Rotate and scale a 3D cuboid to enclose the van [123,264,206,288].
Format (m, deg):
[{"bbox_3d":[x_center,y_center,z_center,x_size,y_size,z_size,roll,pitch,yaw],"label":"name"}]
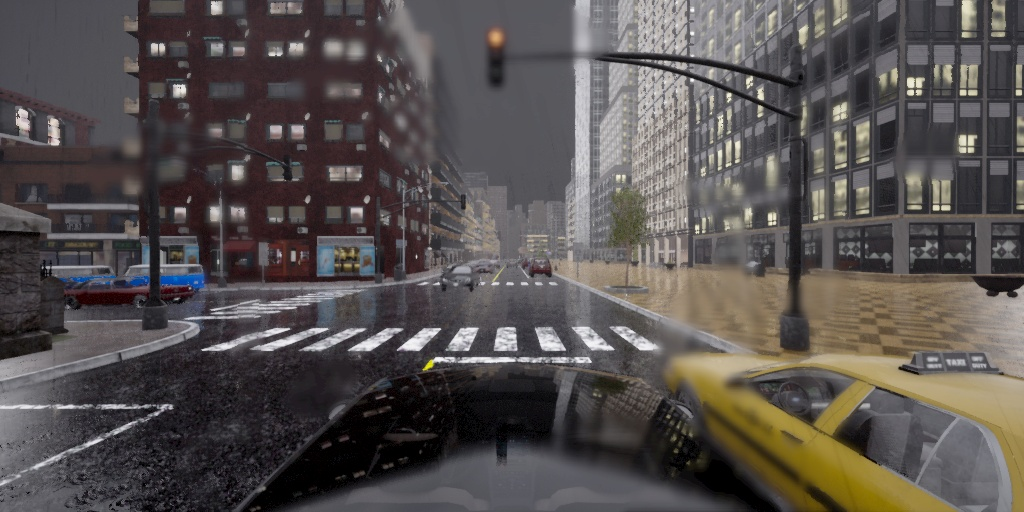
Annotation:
[{"bbox_3d":[-20.762,1.391,21.473,3.998,1.789,1.690,0,0,-1],"label":"van"}]

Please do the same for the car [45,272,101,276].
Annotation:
[{"bbox_3d":[-25.234,1.733,18.857,4.718,1.301,1.895,-1,0,-1],"label":"car"}]

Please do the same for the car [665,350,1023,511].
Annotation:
[{"bbox_3d":[2.689,1.275,2.465,1.751,1.417,4.829,0,0,0],"label":"car"}]

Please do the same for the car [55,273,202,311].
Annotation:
[{"bbox_3d":[-16.917,1.609,15.715,4.718,1.301,1.895,-1,0,-1],"label":"car"}]

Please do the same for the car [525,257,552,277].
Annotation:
[{"bbox_3d":[2.698,1.074,34.707,2.192,1.841,5.009,0,0,0],"label":"car"}]

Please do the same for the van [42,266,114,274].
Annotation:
[{"bbox_3d":[-26.300,1.481,21.424,3.998,1.789,1.690,0,0,-1],"label":"van"}]

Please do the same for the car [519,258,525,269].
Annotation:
[{"bbox_3d":[2.705,1.099,56.812,2.192,1.841,5.009,0,0,0],"label":"car"}]

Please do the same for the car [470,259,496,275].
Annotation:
[{"bbox_3d":[-3.089,1.327,39.155,1.994,1.385,4.181,0,0,0],"label":"car"}]

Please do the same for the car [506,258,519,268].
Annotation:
[{"bbox_3d":[0.016,1.286,63.484,2.128,1.511,4.902,0,0,0],"label":"car"}]

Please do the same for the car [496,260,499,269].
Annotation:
[{"bbox_3d":[-3.065,1.312,57.987,1.812,1.442,4.674,0,0,0],"label":"car"}]

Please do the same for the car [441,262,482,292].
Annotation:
[{"bbox_3d":[-3.098,1.297,22.056,1.812,1.442,4.674,0,0,0],"label":"car"}]
